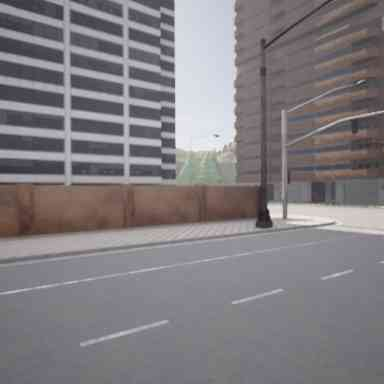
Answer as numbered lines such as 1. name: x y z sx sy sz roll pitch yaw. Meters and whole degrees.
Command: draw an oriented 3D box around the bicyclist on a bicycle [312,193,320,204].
1. bicyclist on a bicycle: 17.261 0.940 46.288 1.656 1.620 0.582 -1 1 -36
